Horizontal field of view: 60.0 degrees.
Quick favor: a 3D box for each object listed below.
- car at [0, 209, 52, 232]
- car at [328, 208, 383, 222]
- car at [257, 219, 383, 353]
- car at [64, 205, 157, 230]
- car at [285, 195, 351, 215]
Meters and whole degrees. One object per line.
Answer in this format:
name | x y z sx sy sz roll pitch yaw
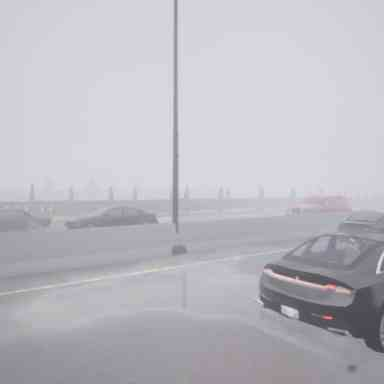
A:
car | -10.312 1.602 18.131 4.718 1.301 1.895 0 0 -35
car | 7.944 1.516 13.710 4.892 1.490 1.837 0 0 -35
car | 3.369 1.494 6.149 4.902 1.511 2.128 0 0 -35
car | -4.300 1.481 18.119 5.008 1.535 1.882 0 0 -35
car | 8.910 1.242 23.231 5.566 2.045 2.150 0 0 -35
